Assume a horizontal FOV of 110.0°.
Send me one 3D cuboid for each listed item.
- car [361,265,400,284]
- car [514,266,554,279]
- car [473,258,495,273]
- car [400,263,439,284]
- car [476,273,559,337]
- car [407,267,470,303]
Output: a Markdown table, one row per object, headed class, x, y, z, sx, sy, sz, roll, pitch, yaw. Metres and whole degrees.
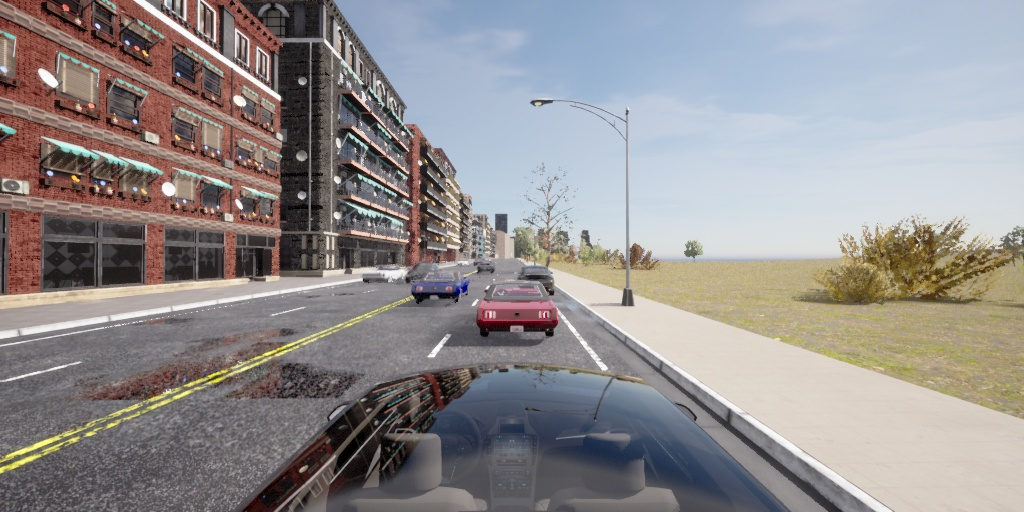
| class | x | y | z | sx | sy | sz | roll | pitch | yaw |
| --- | --- | --- | --- | --- | --- | --- | --- | --- | --- |
| car | -9.750 | 1.353 | 27.481 | 1.895 | 1.301 | 4.718 | 0 | 0 | 0 |
| car | 1.205 | 1.257 | 19.478 | 1.837 | 1.490 | 4.892 | 0 | 0 | 0 |
| car | -2.992 | 1.242 | 42.179 | 2.128 | 1.511 | 4.902 | 0 | 0 | 0 |
| car | -6.505 | 1.257 | 26.746 | 1.837 | 1.490 | 4.892 | 0 | 0 | 0 |
| car | 0.131 | 1.352 | 10.277 | 1.895 | 1.301 | 4.718 | 0 | 0 | 0 |
| car | -3.095 | 1.353 | 16.584 | 1.895 | 1.301 | 4.718 | 0 | 0 | 0 |
